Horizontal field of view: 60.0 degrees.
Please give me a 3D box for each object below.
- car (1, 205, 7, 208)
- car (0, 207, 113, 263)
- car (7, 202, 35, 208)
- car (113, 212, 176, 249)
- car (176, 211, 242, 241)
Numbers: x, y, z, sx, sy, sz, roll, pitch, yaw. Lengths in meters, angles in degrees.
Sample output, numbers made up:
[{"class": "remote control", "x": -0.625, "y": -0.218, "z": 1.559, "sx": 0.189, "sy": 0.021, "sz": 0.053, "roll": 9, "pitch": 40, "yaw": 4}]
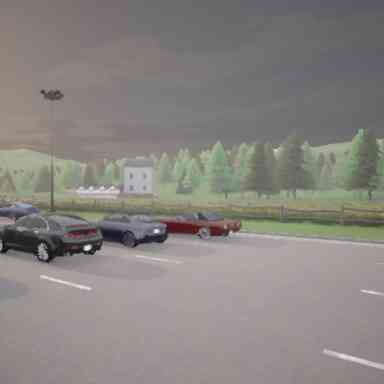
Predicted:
[{"class": "car", "x": -15.462, "y": 1.521, "z": 23.583, "sx": 4.892, "sy": 1.490, "sz": 1.837, "roll": 1, "pitch": 0, "yaw": 36}, {"class": "car", "x": -5.293, "y": 1.513, "z": 12.030, "sx": 4.892, "sy": 1.490, "sz": 1.837, "roll": 1, "pitch": 0, "yaw": 36}, {"class": "car", "x": -14.169, "y": 1.541, "z": 26.967, "sx": 4.674, "sy": 1.442, "sz": 1.812, "roll": 0, "pitch": 0, "yaw": 36}, {"class": "car", "x": -3.075, "y": 1.569, "z": 14.746, "sx": 4.181, "sy": 1.385, "sz": 1.994, "roll": 0, "pitch": 0, "yaw": 36}, {"class": "car", "x": 0.012, "y": 1.606, "z": 16.835, "sx": 4.718, "sy": 1.301, "sz": 1.895, "roll": 0, "pitch": 0, "yaw": 36}]
